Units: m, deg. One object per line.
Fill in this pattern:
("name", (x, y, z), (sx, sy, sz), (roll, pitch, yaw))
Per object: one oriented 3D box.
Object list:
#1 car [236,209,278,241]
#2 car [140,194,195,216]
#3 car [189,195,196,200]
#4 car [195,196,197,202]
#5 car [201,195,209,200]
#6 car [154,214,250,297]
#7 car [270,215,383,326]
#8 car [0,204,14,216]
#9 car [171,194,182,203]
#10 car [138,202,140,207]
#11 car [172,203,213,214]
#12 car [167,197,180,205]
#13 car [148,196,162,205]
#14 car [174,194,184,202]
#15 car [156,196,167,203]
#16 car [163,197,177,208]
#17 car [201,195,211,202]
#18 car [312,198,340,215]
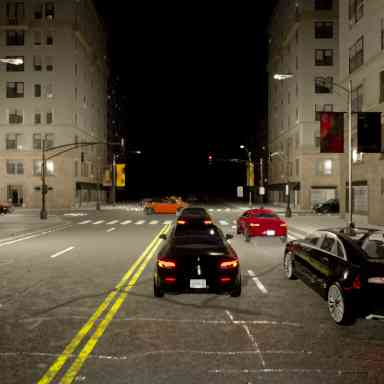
("car", (3.280, 1.528, 16.130), (1.812, 1.442, 4.674), (0, 0, 0))
("car", (-2.257, 1.355, 31.557), (4.553, 1.767, 2.097), (0, 0, 0))
("car", (0.176, 1.438, 88.496), (1.994, 1.385, 4.181), (0, 0, 0))
("car", (0.157, 1.609, 78.523), (1.895, 1.301, 4.718), (0, 0, 0))
("car", (3.426, 1.438, 88.489), (1.994, 1.385, 4.181), (0, 0, 0))
("car", (0.113, 1.527, 8.434), (1.812, 1.442, 4.674), (0, 0, 0))
("car", (3.351, 1.492, 7.035), (2.128, 1.511, 4.902), (0, 0, 1))
("car", (-19.472, 1.509, 31.643), (4.674, 1.442, 1.812), (0, 0, 0))
("car", (-3.126, 1.370, 68.214), (2.097, 1.767, 4.553), (0, 0, 0))
("car", (-6.472, 1.563, 49.137), (2.033, 1.411, 5.357), (0, 0, 4))
("car", (0.132, 1.529, 17.343), (1.812, 1.442, 4.674), (0, 0, 0))
("car", (-3.212, 1.618, 58.763), (1.895, 1.301, 4.718), (0, 0, 0))
("car", (-6.462, 1.523, 58.876), (1.837, 1.490, 4.892), (0, 0, 0))
("car", (-3.095, 1.350, 78.176), (2.097, 1.767, 4.553), (0, 0, 0))
("car", (-6.363, 1.544, 69.028), (1.812, 1.442, 4.674), (0, 0, 0))
("car", (-3.256, 1.493, 49.425), (1.882, 1.535, 5.008), (0, 0, -1))
("car", (3.405, 1.553, 78.070), (2.033, 1.411, 5.357), (0, 0, 0))
("car", (14.829, 1.409, 34.387), (4.553, 1.767, 2.097), (0, 0, 1))
